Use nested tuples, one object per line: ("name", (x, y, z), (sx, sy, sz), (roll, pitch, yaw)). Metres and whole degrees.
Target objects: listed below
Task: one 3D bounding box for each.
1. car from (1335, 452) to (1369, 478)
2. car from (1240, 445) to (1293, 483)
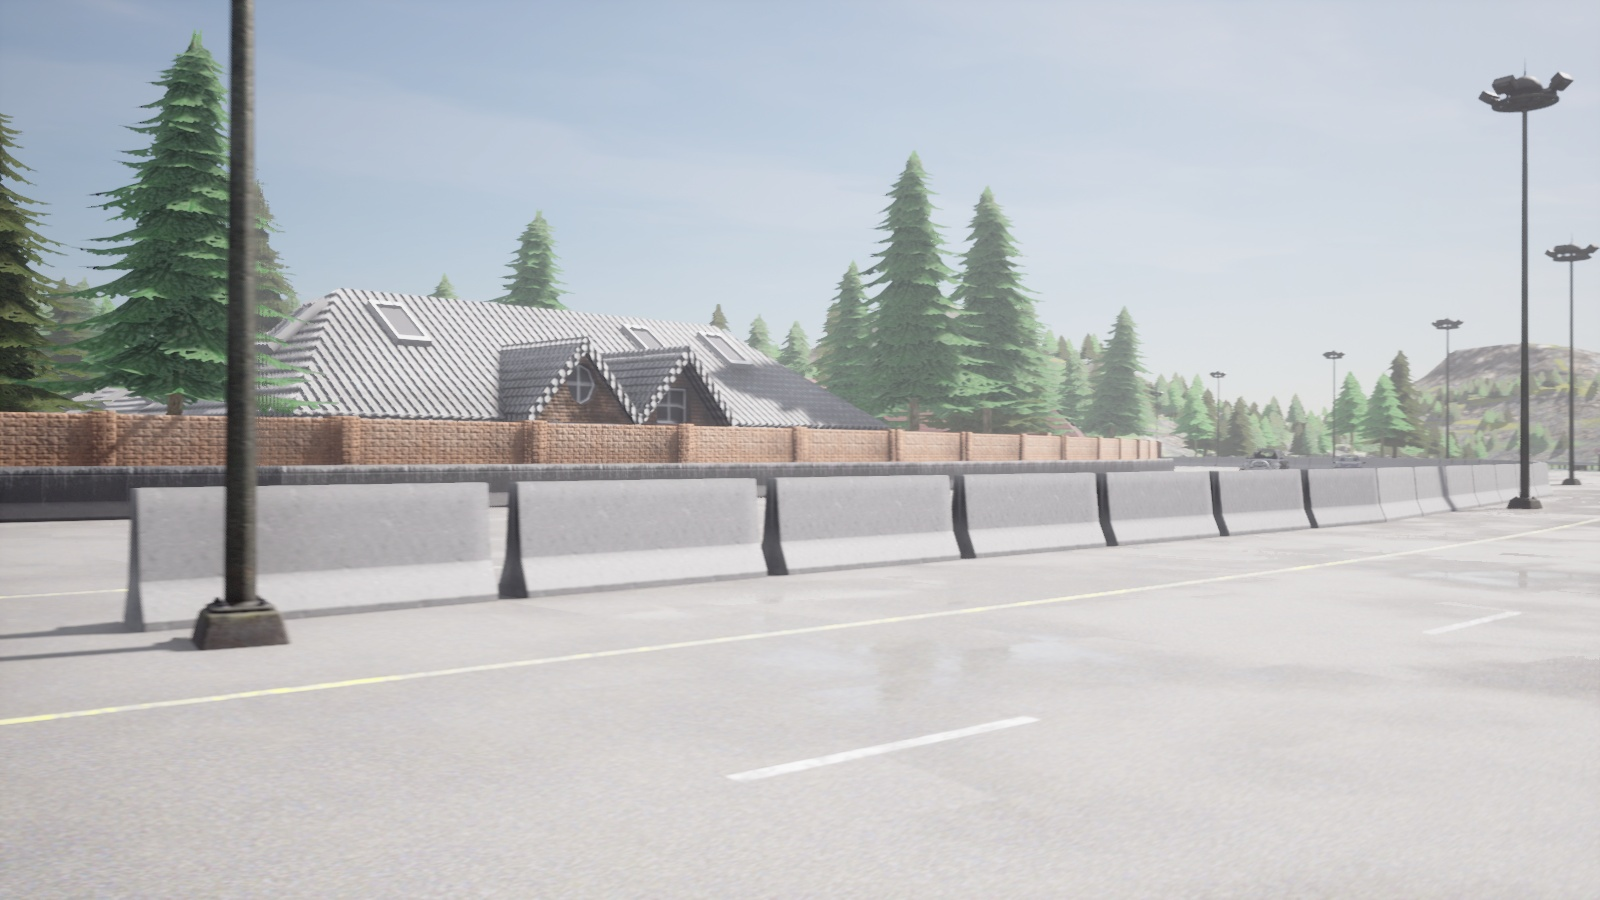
("car", (33.653, 0.903, 76.673), (1.845, 1.501, 3.633), (0, 0, 23))
("car", (24.148, 0.694, 64.912), (1.932, 1.855, 4.605), (0, 0, 29))
